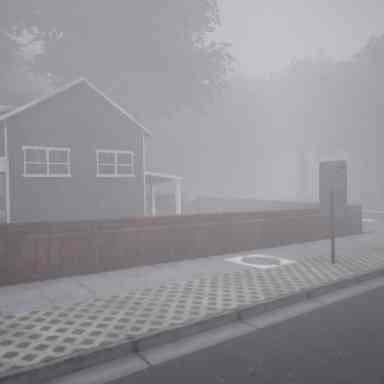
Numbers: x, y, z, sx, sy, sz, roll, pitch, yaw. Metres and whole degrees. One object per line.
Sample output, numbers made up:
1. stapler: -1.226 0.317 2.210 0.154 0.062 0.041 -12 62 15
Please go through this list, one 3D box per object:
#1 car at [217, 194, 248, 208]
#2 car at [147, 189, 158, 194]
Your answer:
1. car: 4.647 1.032 35.261 2.128 1.511 4.902 -2 2 -36
2. car: -6.884 0.316 51.407 2.097 1.767 4.553 -2 3 -35
